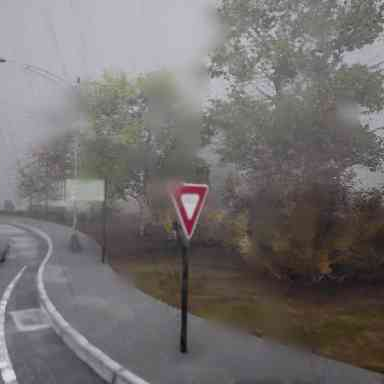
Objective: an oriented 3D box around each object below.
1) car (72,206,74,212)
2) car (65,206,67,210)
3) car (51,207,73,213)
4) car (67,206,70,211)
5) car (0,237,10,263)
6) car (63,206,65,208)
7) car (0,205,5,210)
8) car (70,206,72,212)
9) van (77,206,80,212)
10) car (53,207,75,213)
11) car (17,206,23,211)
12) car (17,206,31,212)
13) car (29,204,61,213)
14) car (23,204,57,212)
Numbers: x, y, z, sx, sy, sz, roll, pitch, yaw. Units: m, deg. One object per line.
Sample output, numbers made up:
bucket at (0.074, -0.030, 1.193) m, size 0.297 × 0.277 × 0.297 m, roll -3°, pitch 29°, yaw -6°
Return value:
car at (-30.871, 4.222, 78.025) m, size 4.674 × 1.452 × 2.002 m, roll 1°, pitch -4°, yaw -12°
car at (-28.482, 3.511, 67.285) m, size 4.792 × 1.488 × 2.163 m, roll 1°, pitch -4°, yaw -12°
car at (-31.456, 4.389, 80.711) m, size 4.674 × 1.452 × 2.002 m, roll 1°, pitch -4°, yaw -12°
car at (-29.282, 3.654, 69.932) m, size 5.366 × 1.575 × 1.946 m, roll 1°, pitch -4°, yaw -12°
car at (-7.002, 1.867, 10.290) m, size 1.895 × 1.301 × 4.718 m, roll 1°, pitch -1°, yaw -20°
car at (-27.915, 3.296, 64.602) m, size 4.892 × 1.521 × 2.231 m, roll 1°, pitch -4°, yaw -12°
car at (-37.486, 3.419, 67.193) m, size 2.128 × 1.511 × 4.902 m, roll 1°, pitch -4°, yaw -12°
car at (-30.307, 3.888, 75.337) m, size 4.553 × 1.767 × 2.185 m, roll 1°, pitch -4°, yaw -12°
van at (-33.109, 4.606, 88.809) m, size 4.442 × 1.987 × 1.878 m, roll 1°, pitch -3°, yaw -12°
car at (-32.077, 4.543, 83.394) m, size 4.792 × 1.488 × 2.163 m, roll 1°, pitch -4°, yaw -12°
car at (-34.401, 3.524, 68.289) m, size 1.812 × 1.442 × 4.674 m, roll 1°, pitch -4°, yaw -12°
car at (-40.168, 4.147, 79.421) m, size 1.994 × 1.385 × 4.181 m, roll 1°, pitch -4°, yaw -12°
car at (-27.338, 3.108, 61.916) m, size 5.008 × 1.535 × 2.097 m, roll 1°, pitch -4°, yaw -12°
car at (-26.750, 2.920, 59.231) m, size 4.892 × 1.521 × 2.231 m, roll 1°, pitch -4°, yaw -12°
